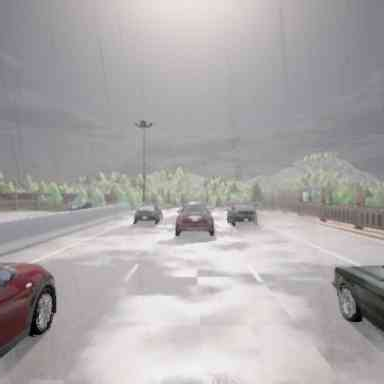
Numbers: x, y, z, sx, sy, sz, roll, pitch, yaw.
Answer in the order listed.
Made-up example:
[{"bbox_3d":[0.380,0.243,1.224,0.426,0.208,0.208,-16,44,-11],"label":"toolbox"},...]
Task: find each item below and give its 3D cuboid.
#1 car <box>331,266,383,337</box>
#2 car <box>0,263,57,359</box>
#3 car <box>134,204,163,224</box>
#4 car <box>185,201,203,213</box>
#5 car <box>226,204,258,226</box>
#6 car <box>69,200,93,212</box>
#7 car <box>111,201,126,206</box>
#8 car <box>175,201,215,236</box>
[{"bbox_3d":[3.617,1.630,4.323,1.895,1.301,4.718,0,0,0],"label":"car"},{"bbox_3d":[-3.362,1.370,3.886,2.097,1.767,4.553,0,0,0],"label":"car"},{"bbox_3d":[-3.333,1.664,25.753,1.812,1.442,4.674,0,0,0],"label":"car"},{"bbox_3d":[0.228,1.809,40.671,2.033,1.411,5.357,0,-1,0],"label":"car"},{"bbox_3d":[3.677,1.647,24.812,1.837,1.490,4.892,0,0,0],"label":"car"},{"bbox_3d":[-13.875,1.765,41.739,2.128,1.511,4.902,0,-2,0],"label":"car"},{"bbox_3d":[-10.348,2.015,47.751,2.128,1.511,4.902,0,-3,0],"label":"car"},{"bbox_3d":[0.161,1.460,19.409,2.097,1.767,4.553,0,0,0],"label":"car"}]
